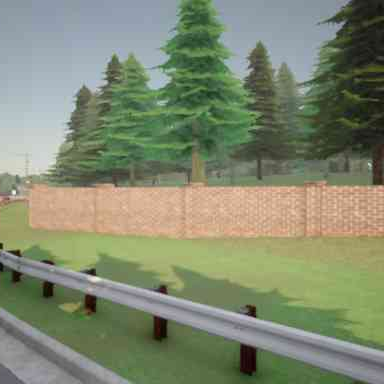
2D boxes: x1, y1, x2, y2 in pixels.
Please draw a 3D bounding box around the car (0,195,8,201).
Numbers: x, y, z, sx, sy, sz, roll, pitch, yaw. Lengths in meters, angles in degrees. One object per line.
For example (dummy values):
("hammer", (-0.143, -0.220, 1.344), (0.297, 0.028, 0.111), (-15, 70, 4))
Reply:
("car", (-44.419, 1.548, 76.347), (2.097, 1.767, 4.553), (0, 0, -22))
